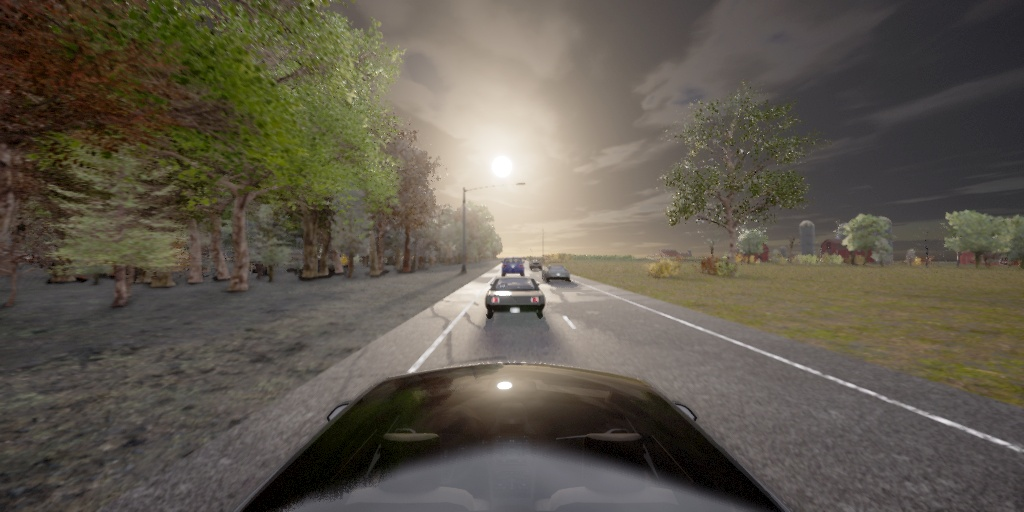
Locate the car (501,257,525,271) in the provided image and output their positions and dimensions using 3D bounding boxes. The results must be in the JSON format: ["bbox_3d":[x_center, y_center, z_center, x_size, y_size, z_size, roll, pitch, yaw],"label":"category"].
[{"bbox_3d":[0.097,1.079,36.157,2.150,2.045,5.566,0,0,0],"label":"car"}]

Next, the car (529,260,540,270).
[{"bbox_3d":[3.596,1.409,55.704,1.837,1.490,4.892,0,0,0],"label":"car"}]

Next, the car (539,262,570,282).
[{"bbox_3d":[3.593,1.402,29.812,1.994,1.385,4.181,0,0,0],"label":"car"}]

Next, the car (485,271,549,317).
[{"bbox_3d":[0.099,1.388,13.243,1.895,1.301,4.718,0,0,0],"label":"car"}]
